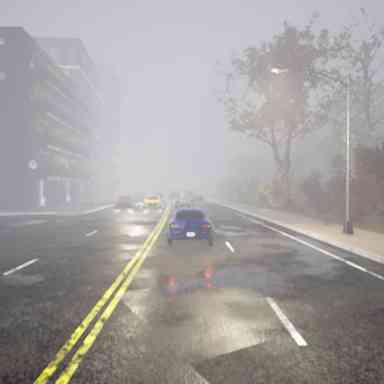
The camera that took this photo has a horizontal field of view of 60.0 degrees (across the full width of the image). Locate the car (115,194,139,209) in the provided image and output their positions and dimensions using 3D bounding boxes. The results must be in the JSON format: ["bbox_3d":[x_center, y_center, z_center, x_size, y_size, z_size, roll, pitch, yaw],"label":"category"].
[{"bbox_3d":[-7.788,1.158,39.040,1.882,1.535,5.008,0,0,-3],"label":"car"}]

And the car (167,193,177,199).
[{"bbox_3d":[-4.884,0.839,80.944,1.994,1.385,4.181,0,1,-7],"label":"car"}]

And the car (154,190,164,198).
[{"bbox_3d":[-7.273,0.438,73.217,2.097,1.767,4.553,0,1,-6],"label":"car"}]

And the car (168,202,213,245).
[{"bbox_3d":[-0.101,1.404,14.764,1.812,1.442,4.674,0,0,-1],"label":"car"}]

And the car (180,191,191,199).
[{"bbox_3d":[-1.636,0.654,81.167,2.097,1.767,4.553,0,1,-7],"label":"car"}]

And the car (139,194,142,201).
[{"bbox_3d":[-9.024,1.018,56.849,2.128,1.511,4.902,0,1,-4],"label":"car"}]

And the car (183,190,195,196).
[{"bbox_3d":[-0.436,0.622,70.382,2.150,2.045,5.566,0,1,-6],"label":"car"}]

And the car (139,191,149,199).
[{"bbox_3d":[-10.501,0.615,72.841,2.128,1.511,4.902,0,1,-6],"label":"car"}]

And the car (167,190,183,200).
[{"bbox_3d":[-3.687,0.626,70.227,2.150,2.045,5.566,0,1,-6],"label":"car"}]

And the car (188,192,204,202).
[{"bbox_3d":[0.945,1.086,56.339,1.994,1.385,4.181,0,1,-5],"label":"car"}]

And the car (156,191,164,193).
[{"bbox_3d":[-5.786,1.047,57.142,1.812,1.442,4.674,0,1,-4],"label":"car"}]

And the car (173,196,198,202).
[{"bbox_3d":[-0.759,1.328,32.878,1.895,1.301,4.718,0,0,-3],"label":"car"}]

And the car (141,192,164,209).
[{"bbox_3d":[-4.553,1.153,39.388,1.882,1.535,5.008,0,0,-3],"label":"car"}]
